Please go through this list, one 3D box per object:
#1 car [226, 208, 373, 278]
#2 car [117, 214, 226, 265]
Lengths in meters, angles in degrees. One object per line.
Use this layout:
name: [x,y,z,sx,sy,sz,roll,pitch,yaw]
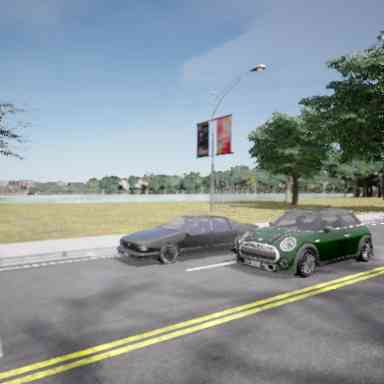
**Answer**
car: [3.520,1.320,10.190,4.553,1.767,2.097,0,0,-35]
car: [0.149,1.522,11.777,5.357,1.411,2.033,0,0,-36]
